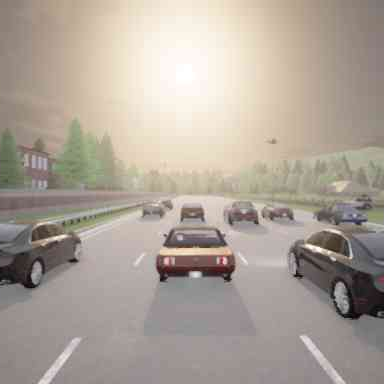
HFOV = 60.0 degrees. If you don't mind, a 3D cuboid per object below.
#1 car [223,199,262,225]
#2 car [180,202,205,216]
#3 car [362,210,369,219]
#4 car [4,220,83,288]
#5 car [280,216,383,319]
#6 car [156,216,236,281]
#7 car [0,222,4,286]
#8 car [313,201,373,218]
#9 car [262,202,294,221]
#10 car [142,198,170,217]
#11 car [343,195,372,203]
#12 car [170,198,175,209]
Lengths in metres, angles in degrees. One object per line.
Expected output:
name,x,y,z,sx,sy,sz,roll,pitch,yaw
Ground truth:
car,3.538,1.399,24.754,2.097,1.767,4.553,0,0,0
car,0.032,1.536,27.852,1.882,1.535,5.008,0,0,0
car,7.081,1.488,9.294,1.882,1.535,5.008,0,0,0
car,-4.570,1.531,9.262,1.837,1.490,4.892,0,0,0
car,3.586,1.516,7.366,1.837,1.490,4.892,0,0,0
car,0.079,1.622,9.889,1.895,1.301,4.718,0,0,0
car,-4.553,1.237,3.292,2.150,2.045,5.566,0,0,0
car,10.541,1.583,24.031,2.033,1.411,5.357,0,0,0
car,7.032,1.574,27.599,1.812,1.442,4.674,0,0,0
car,-3.549,1.563,31.691,2.128,1.511,4.902,0,0,0
car,19.321,1.269,39.436,3.866,1.878,1.905,0,0,0
car,-3.589,1.609,46.610,1.837,1.490,4.892,0,0,0
